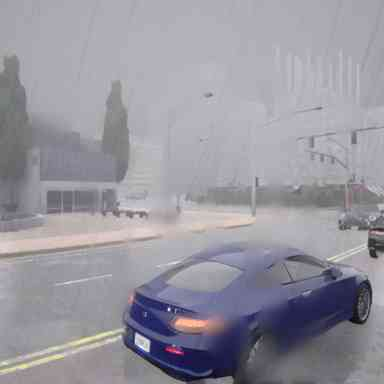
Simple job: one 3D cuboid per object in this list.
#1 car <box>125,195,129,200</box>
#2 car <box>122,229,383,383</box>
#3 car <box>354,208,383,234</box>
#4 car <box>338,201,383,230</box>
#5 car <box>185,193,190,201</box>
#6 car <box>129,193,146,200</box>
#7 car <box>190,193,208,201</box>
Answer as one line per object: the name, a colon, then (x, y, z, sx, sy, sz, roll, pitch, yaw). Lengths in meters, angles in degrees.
car: (-16.241, 1.153, 92.043, 1.932, 1.855, 4.605, 0, 0, 44)
car: (1.162, 1.526, 5.278, 4.674, 1.442, 1.812, 0, 0, -42)
car: (7.747, 1.491, 11.790, 2.128, 1.511, 4.902, 0, 0, 43)
car: (10.484, 1.404, 20.011, 2.097, 1.767, 4.553, 0, 0, 42)
car: (0.013, 1.156, 76.458, 1.905, 1.878, 3.866, 0, 0, 44)
car: (-14.188, 1.156, 90.002, 1.905, 1.878, 3.866, 0, 0, 44)
car: (2.097, 1.395, 74.448, 1.970, 1.475, 3.806, 0, 0, 44)
